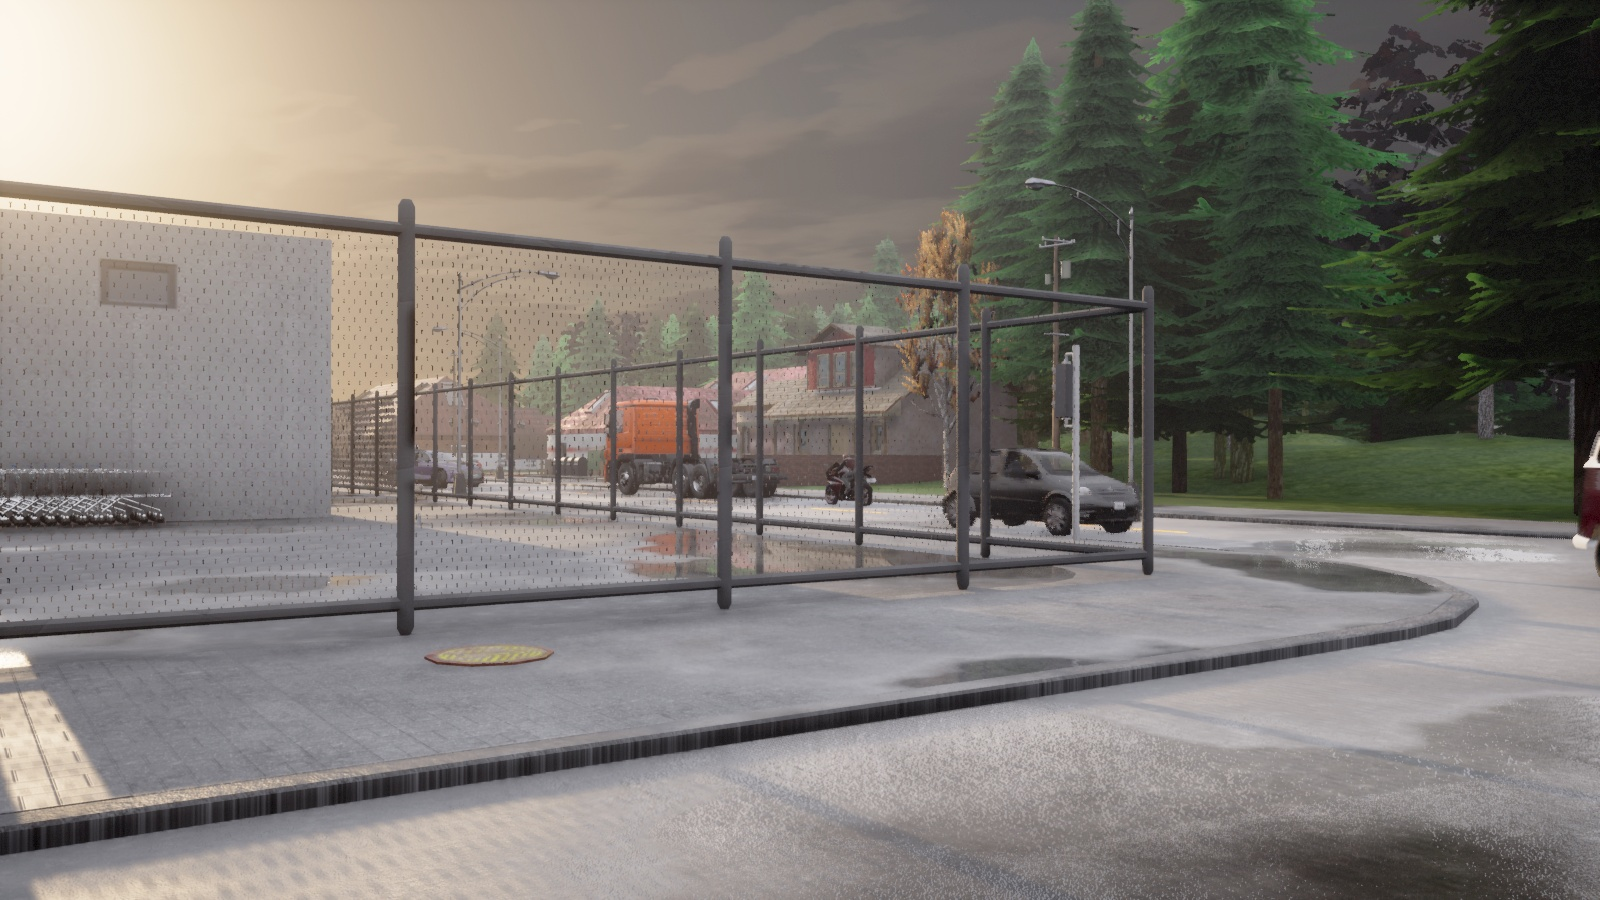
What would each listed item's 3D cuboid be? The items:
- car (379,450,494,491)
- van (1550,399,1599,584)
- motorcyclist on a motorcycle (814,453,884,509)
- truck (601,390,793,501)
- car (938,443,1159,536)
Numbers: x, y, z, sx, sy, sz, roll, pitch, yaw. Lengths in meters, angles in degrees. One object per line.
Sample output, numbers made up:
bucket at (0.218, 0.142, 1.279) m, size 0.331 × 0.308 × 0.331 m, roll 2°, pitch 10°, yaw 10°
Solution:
car at (-15.214, 0.835, 52.477) m, size 4.856 × 1.649 × 2.033 m, roll 0°, pitch -1°, yaw 36°
van at (9.667, 0.477, 12.569) m, size 2.069 × 2.038 × 4.480 m, roll 1°, pitch 0°, yaw 8°
motorcyclist on a motorcycle at (1.377, 0.865, 35.853) m, size 0.866 × 1.530 × 2.191 m, roll 0°, pitch 0°, yaw -35°
truck at (-3.727, -0.123, 43.236) m, size 2.891 × 3.462 × 7.936 m, roll 0°, pitch 0°, yaw -36°
car at (4.661, 0.692, 24.079) m, size 1.851 × 1.617 × 3.988 m, roll 0°, pitch 0°, yaw -35°
